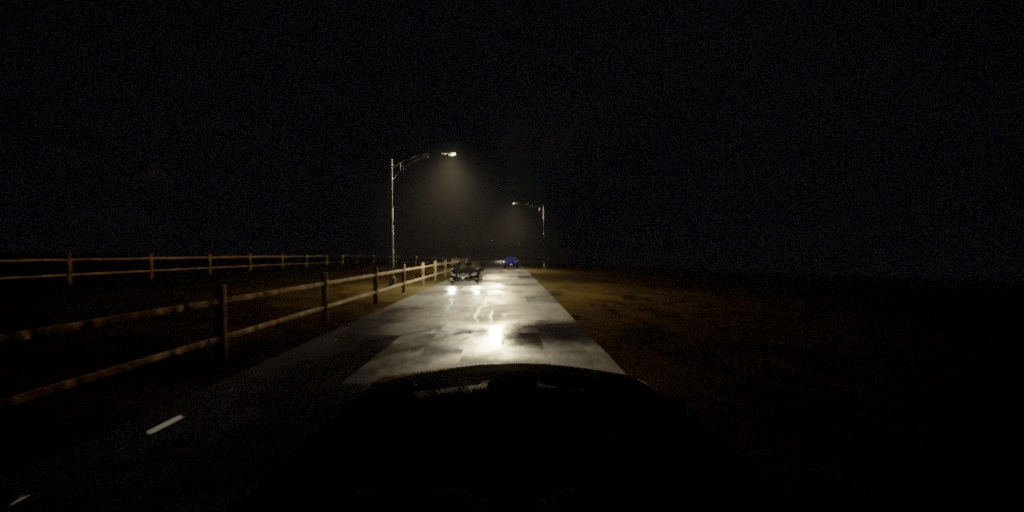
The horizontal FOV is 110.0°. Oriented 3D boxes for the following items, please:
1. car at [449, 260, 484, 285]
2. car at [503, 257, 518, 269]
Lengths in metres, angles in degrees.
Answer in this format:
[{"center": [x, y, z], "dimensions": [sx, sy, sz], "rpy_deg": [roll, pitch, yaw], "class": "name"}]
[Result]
[{"center": [-2.952, 1.029, 23.953], "dimensions": [1.837, 1.490, 4.892], "rpy_deg": [-1, 1, 0], "class": "car"}, {"center": [-0.127, 0.854, 46.769], "dimensions": [1.812, 1.442, 4.674], "rpy_deg": [-1, 0, 0], "class": "car"}]
